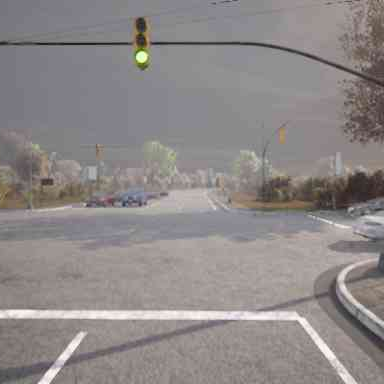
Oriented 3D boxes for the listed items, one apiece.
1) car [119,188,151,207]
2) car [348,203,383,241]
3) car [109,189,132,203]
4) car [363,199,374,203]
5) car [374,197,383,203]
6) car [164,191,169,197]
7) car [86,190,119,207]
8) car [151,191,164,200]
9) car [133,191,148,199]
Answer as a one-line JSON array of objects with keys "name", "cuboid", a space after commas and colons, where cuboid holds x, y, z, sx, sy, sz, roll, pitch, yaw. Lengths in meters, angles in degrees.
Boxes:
[{"name": "car", "cuboid": [-6.458, 0.542, 37.944, 2.150, 2.045, 5.566, 0, 1, 1]}, {"name": "car", "cuboid": [8.712, 1.295, 12.722, 4.674, 1.442, 1.812, 0, 1, 4]}, {"name": "car", "cuboid": [-9.820, 0.532, 45.952, 2.097, 1.767, 4.553, 0, 1, 1]}, {"name": "car", "cuboid": [13.430, 1.066, 23.007, 4.902, 1.511, 2.128, 0, 1, 4]}, {"name": "car", "cuboid": [13.675, 1.166, 19.476, 4.674, 1.442, 1.812, 0, 1, 6]}, {"name": "car", "cuboid": [-5.834, 0.354, 68.979, 1.895, 1.301, 4.718, 0, 1, 1]}, {"name": "car", "cuboid": [-10.023, 0.698, 36.629, 2.097, 1.767, 4.553, 0, 1, 2]}, {"name": "car", "cuboid": [-6.175, 0.591, 53.379, 2.033, 1.411, 5.357, 0, 1, 1]}, {"name": "car", "cuboid": [-9.500, 0.466, 61.312, 1.994, 1.385, 4.181, 0, 1, 1]}]
